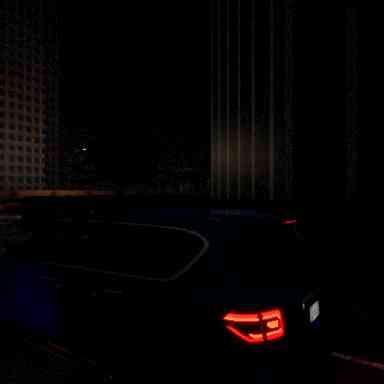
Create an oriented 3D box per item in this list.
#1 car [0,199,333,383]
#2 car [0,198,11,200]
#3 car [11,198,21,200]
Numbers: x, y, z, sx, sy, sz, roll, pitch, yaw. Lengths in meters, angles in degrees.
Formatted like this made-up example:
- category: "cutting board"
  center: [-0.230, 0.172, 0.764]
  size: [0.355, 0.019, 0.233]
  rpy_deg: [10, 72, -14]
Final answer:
- category: "car"
  center: [-1.021, 1.221, 4.715]
  size: [5.566, 2.045, 2.150]
  rpy_deg: [0, 0, 35]
- category: "car"
  center: [-19.691, 1.408, 34.491]
  size: [2.097, 1.767, 4.553]
  rpy_deg: [0, 0, 35]
- category: "car"
  center: [-15.466, 1.533, 34.398]
  size: [1.882, 1.535, 5.008]
  rpy_deg: [0, 0, 35]
